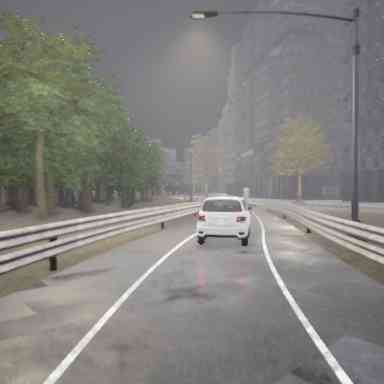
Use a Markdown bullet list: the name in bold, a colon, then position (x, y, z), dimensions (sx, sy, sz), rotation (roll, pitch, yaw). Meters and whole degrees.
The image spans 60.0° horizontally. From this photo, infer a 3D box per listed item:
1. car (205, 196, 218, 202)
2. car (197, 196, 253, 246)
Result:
- **car**: position (4.378, 1.538, 73.980), dimensions (1.895, 1.301, 4.718), rotation (0, 0, -9)
- **car**: position (1.633, 1.230, 15.748), dimensions (2.150, 2.045, 5.566), rotation (0, 0, 11)
